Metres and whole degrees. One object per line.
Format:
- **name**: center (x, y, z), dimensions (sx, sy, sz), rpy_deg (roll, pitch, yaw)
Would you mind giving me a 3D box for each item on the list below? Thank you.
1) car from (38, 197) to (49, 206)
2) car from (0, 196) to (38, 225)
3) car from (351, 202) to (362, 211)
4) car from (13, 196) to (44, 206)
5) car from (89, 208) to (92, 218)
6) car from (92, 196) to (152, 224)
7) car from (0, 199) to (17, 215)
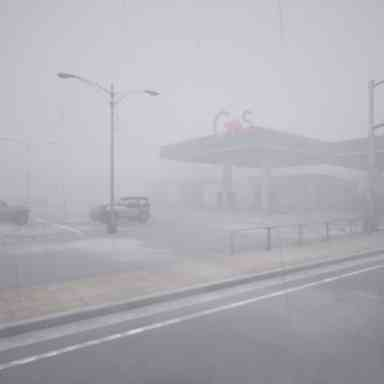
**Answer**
- **car**: center (-26.225, 1.522, 54.815), dimensions (5.027, 1.636, 2.152), rpy_deg (0, 0, -36)
- **car**: center (-13.095, 1.288, 22.031), dimensions (4.605, 1.855, 1.932), rpy_deg (0, 0, -36)
- **car**: center (23.168, 1.684, 43.306), dimensions (2.242, 1.667, 4.611), rpy_deg (0, 0, -36)
- **car**: center (-28.095, 1.530, 57.334), dimensions (4.514, 1.523, 2.007), rpy_deg (0, 0, -36)
- **car**: center (-6.226, 1.554, 27.001), dimensions (3.806, 1.475, 1.970), rpy_deg (0, 0, -36)
- **car**: center (-4.786, 1.270, 23.943), dimensions (3.866, 1.878, 1.905), rpy_deg (0, 0, -36)
- **car**: center (-19.774, 1.488, 32.570), dimensions (4.514, 1.523, 2.007), rpy_deg (0, 0, -36)
